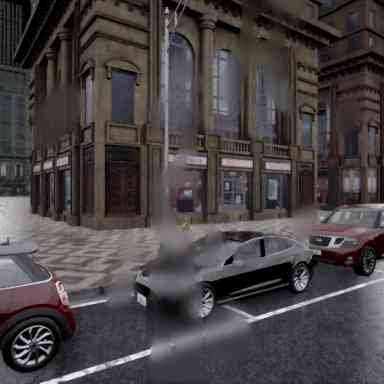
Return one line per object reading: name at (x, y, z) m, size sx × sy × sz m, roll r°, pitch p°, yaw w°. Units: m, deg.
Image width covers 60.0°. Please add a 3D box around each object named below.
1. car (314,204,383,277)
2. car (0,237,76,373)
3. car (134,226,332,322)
car at (5.442, 1.316, 10.496) m, size 5.009 × 1.841 × 2.192 m, roll 0°, pitch 0°, yaw -35°
car at (-3.696, 1.440, 4.013) m, size 4.097 × 1.590 × 1.967 m, roll 0°, pitch 0°, yaw -35°
car at (0.872, 1.566, 7.255) m, size 4.313 × 1.339 × 1.947 m, roll 0°, pitch 0°, yaw -35°
